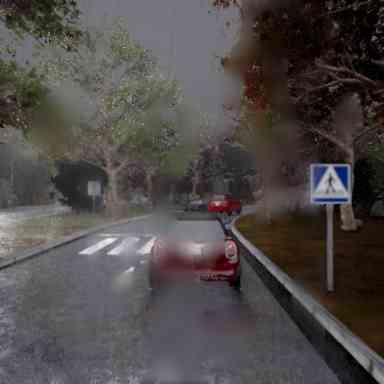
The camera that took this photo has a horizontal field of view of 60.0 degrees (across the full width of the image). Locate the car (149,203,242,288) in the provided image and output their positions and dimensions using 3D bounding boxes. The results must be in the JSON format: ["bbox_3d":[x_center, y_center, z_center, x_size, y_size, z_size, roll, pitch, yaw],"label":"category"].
[{"bbox_3d":[0.082,1.339,9.397,2.097,1.767,4.553,0,0,0],"label":"car"}]

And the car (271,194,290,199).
[{"bbox_3d":[19.018,1.059,72.246,2.097,1.767,4.553,1,-1,-34],"label":"car"}]

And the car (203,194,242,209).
[{"bbox_3d":[3.300,1.197,32.279,2.150,2.045,5.566,-1,0,22],"label":"car"}]

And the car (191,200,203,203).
[{"bbox_3d":[0.835,1.543,35.836,2.033,1.411,5.357,0,0,25],"label":"car"}]
